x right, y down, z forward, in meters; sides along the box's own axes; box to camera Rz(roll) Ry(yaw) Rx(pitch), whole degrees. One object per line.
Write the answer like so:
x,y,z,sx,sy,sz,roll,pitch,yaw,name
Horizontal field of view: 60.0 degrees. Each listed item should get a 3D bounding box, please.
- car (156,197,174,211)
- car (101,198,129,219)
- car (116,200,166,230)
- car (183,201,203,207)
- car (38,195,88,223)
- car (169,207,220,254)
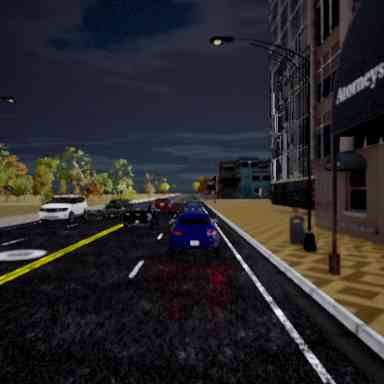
-3.156,1.392,36.981,2.097,1.767,4.553,0,0,0,car
-6.599,1.386,29.797,2.097,1.767,4.553,0,0,0,car
-3.151,1.516,21.532,2.128,1.511,4.902,0,0,0,car
0.095,1.582,31.782,2.033,1.411,5.357,0,0,0,car
-9.853,1.252,25.991,2.150,2.045,5.566,0,0,0,car
0.089,1.541,13.432,1.812,1.442,4.674,0,0,0,car
